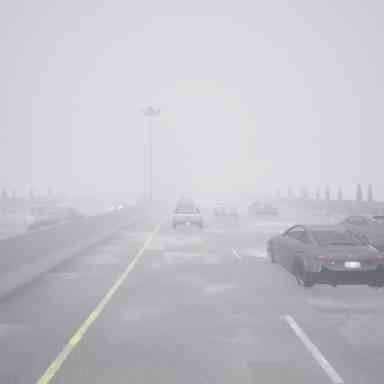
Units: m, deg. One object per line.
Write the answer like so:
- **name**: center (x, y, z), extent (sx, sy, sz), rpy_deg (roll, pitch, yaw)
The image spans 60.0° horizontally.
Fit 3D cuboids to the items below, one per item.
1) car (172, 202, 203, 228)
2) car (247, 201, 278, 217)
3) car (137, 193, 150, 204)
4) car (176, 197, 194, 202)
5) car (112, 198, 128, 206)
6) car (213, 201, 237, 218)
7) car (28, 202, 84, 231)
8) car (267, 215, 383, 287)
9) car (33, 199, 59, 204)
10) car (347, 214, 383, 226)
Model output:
- **car**: center (-0.325, 1.602, 22.255), extent (1.895, 1.301, 4.718), rpy_deg (0, 0, -2)
- **car**: center (6.444, 1.547, 30.764), extent (2.033, 1.411, 5.357), rpy_deg (0, 0, -2)
- **car**: center (-8.518, 1.257, 60.341), extent (2.150, 2.045, 5.566), rpy_deg (0, 0, -1)
- **car**: center (-0.836, 1.354, 40.660), extent (2.097, 1.767, 4.553), rpy_deg (0, 0, -2)
- **car**: center (-11.872, 1.605, 54.723), extent (1.895, 1.301, 4.718), rpy_deg (0, 0, -1)
- **car**: center (2.944, 1.526, 30.155), extent (1.812, 1.442, 4.674), rpy_deg (0, 0, -2)
- **car**: center (-7.425, 1.528, 18.718), extent (1.812, 1.442, 4.674), rpy_deg (0, 0, -2)
- **car**: center (3.486, 1.564, 9.307), extent (1.994, 1.385, 4.181), rpy_deg (0, 0, -1)
- **car**: center (-14.845, 1.510, 33.935), extent (1.837, 1.490, 4.892), rpy_deg (0, 0, -2)
- **car**: center (6.910, 1.563, 12.999), extent (1.994, 1.385, 4.181), rpy_deg (0, 0, -1)
